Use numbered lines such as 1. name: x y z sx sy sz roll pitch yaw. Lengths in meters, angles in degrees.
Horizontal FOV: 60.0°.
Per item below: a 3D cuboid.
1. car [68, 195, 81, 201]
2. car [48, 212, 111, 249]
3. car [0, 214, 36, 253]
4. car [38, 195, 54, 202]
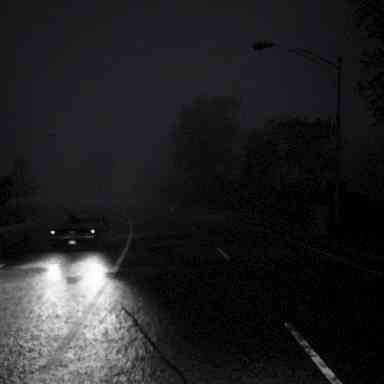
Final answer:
1. car: -29.396 1.466 83.069 1.837 1.490 4.892 -4 2 -43
2. car: -4.736 1.566 14.561 1.895 1.301 4.718 -1 0 -8
3. car: -8.149 1.605 13.707 1.895 1.301 4.718 -1 0 -8
4. car: -38.689 1.637 87.423 5.008 1.535 1.882 0 3 42
